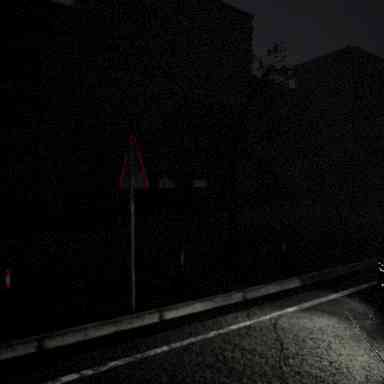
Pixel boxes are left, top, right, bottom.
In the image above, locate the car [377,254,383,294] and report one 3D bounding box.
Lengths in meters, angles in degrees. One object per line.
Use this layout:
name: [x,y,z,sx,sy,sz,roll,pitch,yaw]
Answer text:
car: [6.182,1.510,7.640,5.008,1.535,1.882,0,0,-35]
